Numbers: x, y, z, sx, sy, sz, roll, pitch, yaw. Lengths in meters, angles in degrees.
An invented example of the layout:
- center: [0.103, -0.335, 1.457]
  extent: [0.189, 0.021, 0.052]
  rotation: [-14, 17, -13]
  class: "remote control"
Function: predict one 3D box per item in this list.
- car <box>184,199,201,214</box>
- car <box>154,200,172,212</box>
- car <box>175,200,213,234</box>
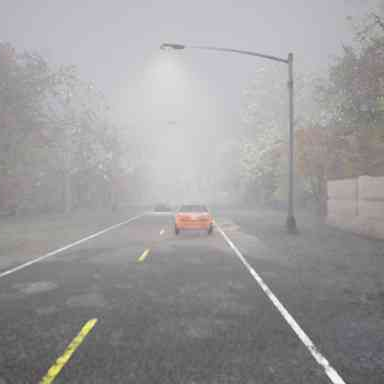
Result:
- center: [0.088, 1.646, 39.606]
  extent: [1.882, 1.535, 5.008]
  rotation: [0, 0, 0]
  class: "car"
- center: [-3.595, 1.738, 41.563]
  extent: [1.994, 1.385, 4.181]
  rotation: [0, 0, 0]
  class: "car"
- center: [0.092, 1.444, 20.033]
  extent: [2.097, 1.767, 4.553]
  rotation: [0, 0, 0]
  class: "car"
